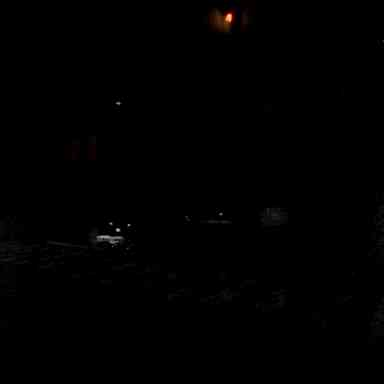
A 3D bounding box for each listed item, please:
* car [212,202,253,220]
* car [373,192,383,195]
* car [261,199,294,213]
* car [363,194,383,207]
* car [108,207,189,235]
[{"bbox_3d":[3.412,1.546,27.602,1.994,1.385,4.181,-1,0,36],"label":"car"},{"bbox_3d":[31.807,1.001,56.284,2.150,2.045,5.566,-1,0,35],"label":"car"},{"bbox_3d":[9.401,1.485,36.089,2.033,1.411,5.357,-1,0,36],"label":"car"},{"bbox_3d":[25.972,1.374,47.990,1.994,1.385,4.181,-1,0,35],"label":"car"},{"bbox_3d":[-2.336,1.577,19.462,2.033,1.411,5.357,-1,0,35],"label":"car"}]
